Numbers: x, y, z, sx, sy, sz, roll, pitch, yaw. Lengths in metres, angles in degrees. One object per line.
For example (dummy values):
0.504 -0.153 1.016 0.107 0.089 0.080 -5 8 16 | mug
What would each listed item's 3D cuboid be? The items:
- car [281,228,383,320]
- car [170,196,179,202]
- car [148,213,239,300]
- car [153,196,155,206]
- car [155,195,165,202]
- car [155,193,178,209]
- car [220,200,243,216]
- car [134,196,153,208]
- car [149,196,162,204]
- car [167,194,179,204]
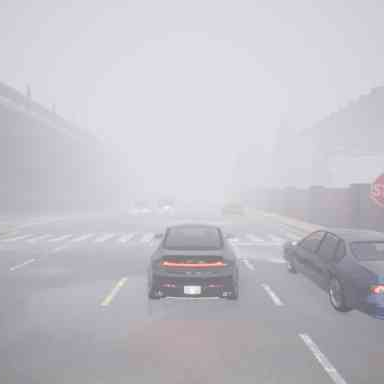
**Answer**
3.604 1.547 7.622 2.033 1.411 5.357 0 0 0 | car
-3.918 1.584 76.665 1.895 1.301 4.718 0 0 -1 | car
0.059 1.505 8.379 1.837 1.490 4.892 0 0 1 | car
-7.156 1.477 56.257 1.882 1.535 5.008 0 0 -1 | car
-7.430 1.474 77.313 1.882 1.535 5.008 0 0 -1 | car
-3.498 1.221 46.815 2.150 2.045 5.566 0 0 -1 | car
3.772 1.477 32.320 1.882 1.535 5.008 0 0 0 | car
-7.007 1.601 46.880 1.895 1.301 4.718 0 0 -1 | car
-7.272 1.547 66.846 2.033 1.411 5.357 0 0 -1 | car
-3.778 1.352 66.732 2.097 1.767 4.553 0 0 -1 | car
